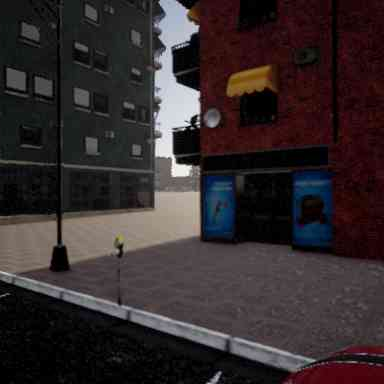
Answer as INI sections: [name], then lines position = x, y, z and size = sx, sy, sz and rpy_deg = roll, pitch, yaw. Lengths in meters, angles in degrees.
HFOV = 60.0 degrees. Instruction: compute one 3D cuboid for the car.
[car]
position = 2.153, 1.438, 1.341
size = 4.097, 1.590, 1.967
rpy_deg = 0, 0, 36
